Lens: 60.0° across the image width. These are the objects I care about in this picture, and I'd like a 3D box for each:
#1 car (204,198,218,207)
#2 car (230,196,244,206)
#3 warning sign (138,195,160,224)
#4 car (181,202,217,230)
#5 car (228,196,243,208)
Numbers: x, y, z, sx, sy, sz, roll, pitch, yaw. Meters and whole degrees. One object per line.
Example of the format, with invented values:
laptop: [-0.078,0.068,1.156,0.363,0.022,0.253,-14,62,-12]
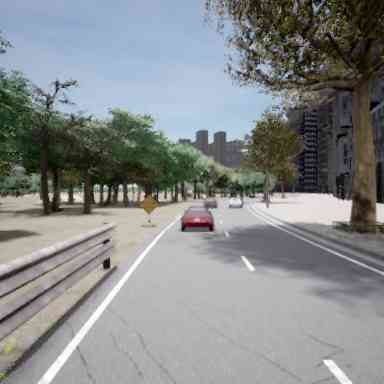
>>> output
car: [2.649,1.562,47.529,2.033,1.411,5.357,0,0,9]
car: [7.881,1.507,57.935,2.128,1.511,4.902,0,0,11]
warning sign: [-2.794,1.122,21.710,1.300,1.860,1.060,0,0,2]
car: [0.382,1.566,21.156,1.994,1.385,4.181,0,0,2]
car: [6.246,1.536,47.937,1.812,1.442,4.674,0,0,9]
